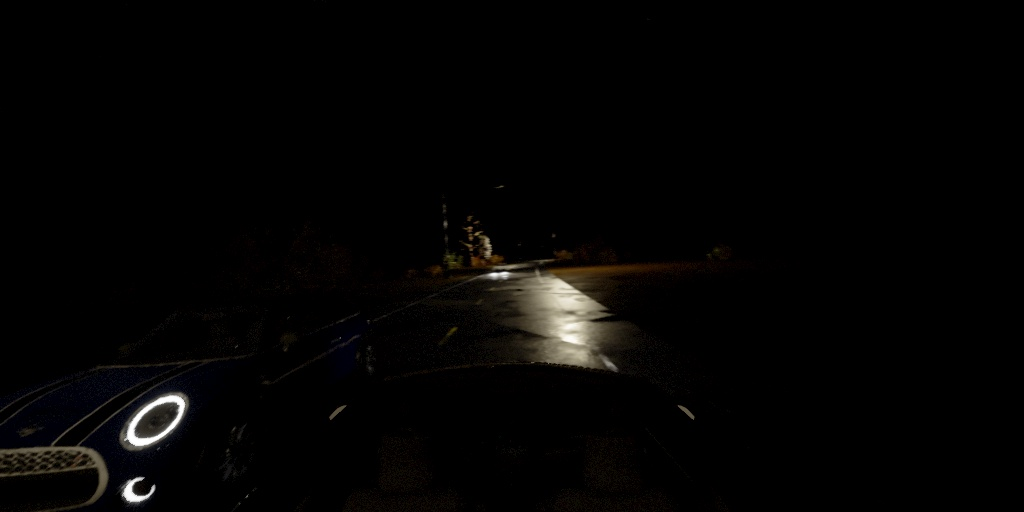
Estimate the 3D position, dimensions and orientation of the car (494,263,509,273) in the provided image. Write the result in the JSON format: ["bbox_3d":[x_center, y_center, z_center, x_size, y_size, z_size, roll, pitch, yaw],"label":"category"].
[{"bbox_3d":[-1.530,1.736,53.106,1.895,1.301,4.718,-4,0,4],"label":"car"}]

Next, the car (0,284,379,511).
[{"bbox_3d":[-3.575,1.359,4.730,2.097,1.767,4.553,-4,0,1],"label":"car"}]
